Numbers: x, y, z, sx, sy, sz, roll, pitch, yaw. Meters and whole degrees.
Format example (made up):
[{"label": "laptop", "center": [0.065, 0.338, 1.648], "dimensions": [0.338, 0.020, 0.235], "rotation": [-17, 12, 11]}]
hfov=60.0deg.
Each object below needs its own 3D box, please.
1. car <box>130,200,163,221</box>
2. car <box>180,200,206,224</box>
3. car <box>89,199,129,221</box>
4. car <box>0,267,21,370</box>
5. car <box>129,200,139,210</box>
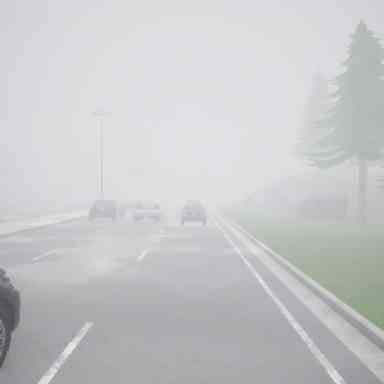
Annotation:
[{"label": "car", "center": [-3.415, 1.601, 26.700], "dimensions": [1.895, 1.301, 4.718], "rotation": [0, 0, 0]}, {"label": "car", "center": [0.087, 1.547, 24.608], "dimensions": [2.033, 1.411, 5.357], "rotation": [0, 0, -1]}, {"label": "car", "center": [-6.915, 1.352, 27.538], "dimensions": [2.097, 1.767, 4.553], "rotation": [0, 0, 0]}, {"label": "car", "center": [-3.401, 1.219, 2.148], "dimensions": [2.150, 2.045, 5.566], "rotation": [0, 0, 0]}, {"label": "car", "center": [-6.920, 1.601, 39.559], "dimensions": [1.895, 1.301, 4.718], "rotation": [0, 0, 0]}]
